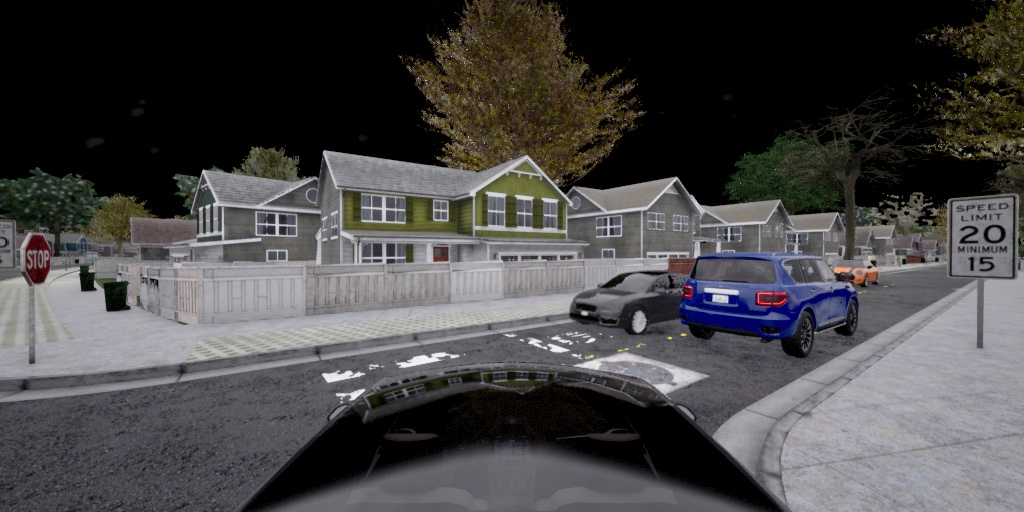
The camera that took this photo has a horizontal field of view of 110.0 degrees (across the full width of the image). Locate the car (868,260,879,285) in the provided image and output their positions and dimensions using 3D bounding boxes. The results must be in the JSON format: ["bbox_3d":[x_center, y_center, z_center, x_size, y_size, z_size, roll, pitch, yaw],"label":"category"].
[{"bbox_3d":[21.370,0.962,22.687,4.553,1.767,2.097,0,1,-36],"label":"car"}]

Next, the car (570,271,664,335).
[{"bbox_3d":[3.809,1.199,10.367,4.892,1.490,1.837,0,0,-35],"label":"car"}]

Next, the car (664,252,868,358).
[{"bbox_3d":[6.328,0.931,8.651,5.566,2.045,2.150,0,1,-35],"label":"car"}]
